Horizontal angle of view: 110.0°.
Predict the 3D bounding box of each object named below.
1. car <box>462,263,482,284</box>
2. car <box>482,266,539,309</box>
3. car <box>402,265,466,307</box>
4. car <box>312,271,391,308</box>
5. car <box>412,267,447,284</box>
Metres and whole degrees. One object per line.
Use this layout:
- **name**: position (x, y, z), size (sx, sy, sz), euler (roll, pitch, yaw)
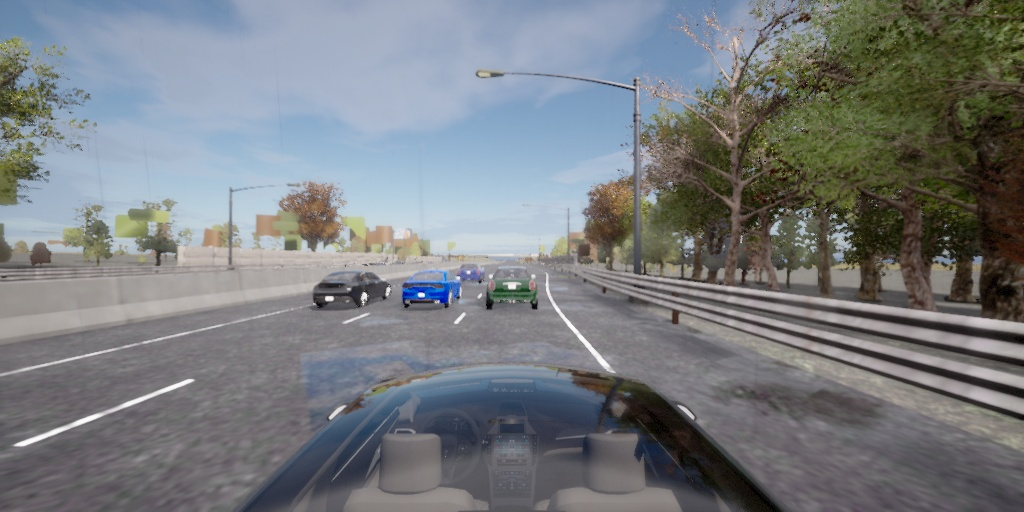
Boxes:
- **car**: position (-3.488, 1.390, 30.932), size (2.097, 1.767, 4.553), euler (0, -1, 0)
- **car**: position (0.007, 1.237, 15.926), size (2.097, 1.767, 4.553), euler (0, -1, 0)
- **car**: position (-3.489, 1.369, 16.333), size (1.882, 1.535, 5.008), euler (0, 0, 0)
- **car**: position (-6.992, 1.397, 16.157), size (1.837, 1.490, 4.892), euler (0, 0, 0)
- **car**: position (-6.988, 1.641, 30.958), size (1.895, 1.301, 4.718), euler (0, -1, 0)
